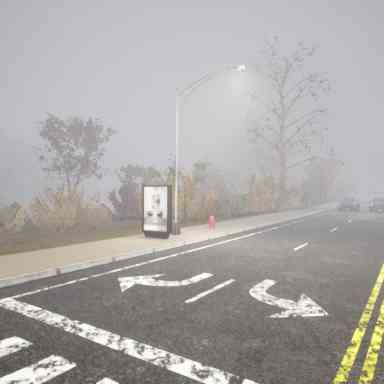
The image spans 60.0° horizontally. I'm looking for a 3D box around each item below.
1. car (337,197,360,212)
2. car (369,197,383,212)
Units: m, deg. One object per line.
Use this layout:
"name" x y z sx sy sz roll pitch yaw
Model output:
"car" 18.736 1.389 39.706 2.097 1.767 4.553 0 0 31
"car" 21.536 1.392 38.056 2.097 1.767 4.553 0 0 31
